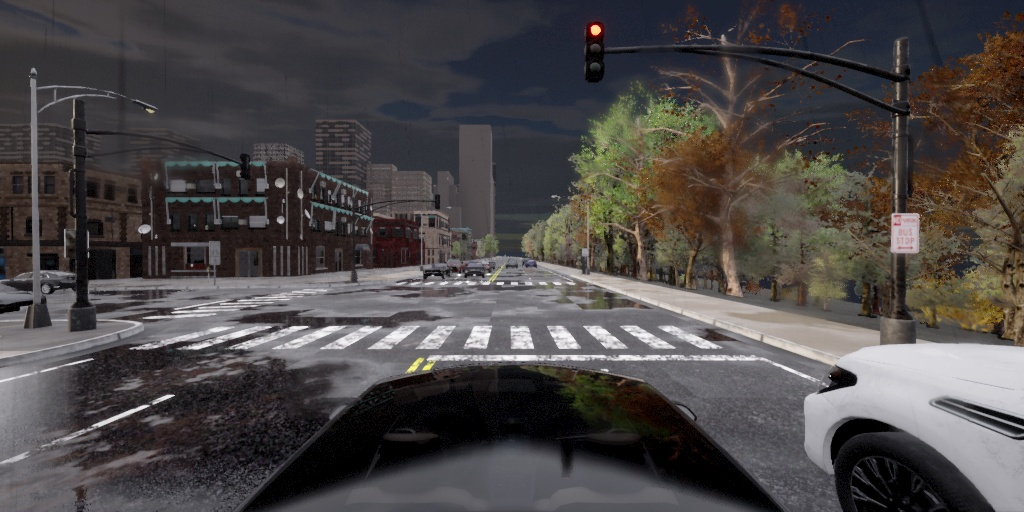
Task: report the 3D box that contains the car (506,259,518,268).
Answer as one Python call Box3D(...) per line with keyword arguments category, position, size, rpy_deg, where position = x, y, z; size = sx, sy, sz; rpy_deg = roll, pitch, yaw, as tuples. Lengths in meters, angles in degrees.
Box3D(category="car", position=(-0.024, 1.291, 61.248), size=(1.994, 1.385, 4.181), rpy_deg=(0, 0, 0))

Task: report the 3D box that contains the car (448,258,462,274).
Box3D(category="car", position=(-6.672, 1.088, 41.571), size=(2.097, 1.767, 4.553), rpy_deg=(0, 0, 0))

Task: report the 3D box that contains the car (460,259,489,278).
Box3D(category="car", position=(-3.438, 1.287, 33.875), size=(2.033, 1.411, 5.357), rpy_deg=(0, 0, -4))

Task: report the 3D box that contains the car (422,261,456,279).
Box3D(category="car", position=(-6.670, 1.341, 32.486), size=(1.895, 1.301, 4.718), rpy_deg=(0, 0, 0))

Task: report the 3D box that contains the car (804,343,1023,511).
Box3D(category="car", position=(3.355, 0.972, 0.382), size=(2.150, 2.045, 5.566), rpy_deg=(0, 0, 0))

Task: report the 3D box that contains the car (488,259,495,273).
Box3D(category="car", position=(-3.424, 1.261, 43.338), size=(1.812, 1.442, 4.674), rpy_deg=(0, 0, 0))

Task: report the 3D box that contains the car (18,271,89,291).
Box3D(category="car", position=(-28.321, 1.560, 21.633), size=(4.403, 1.370, 2.007), rpy_deg=(0, 0, 0))

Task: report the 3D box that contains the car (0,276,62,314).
Box3D(category="car", position=(-19.971, 1.565, 13.138), size=(4.313, 1.339, 1.948), rpy_deg=(0, 0, 0))

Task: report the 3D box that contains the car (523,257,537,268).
Box3D(category="car", position=(3.227, 1.253, 61.168), size=(1.812, 1.442, 4.674), rpy_deg=(0, 0, 0))
